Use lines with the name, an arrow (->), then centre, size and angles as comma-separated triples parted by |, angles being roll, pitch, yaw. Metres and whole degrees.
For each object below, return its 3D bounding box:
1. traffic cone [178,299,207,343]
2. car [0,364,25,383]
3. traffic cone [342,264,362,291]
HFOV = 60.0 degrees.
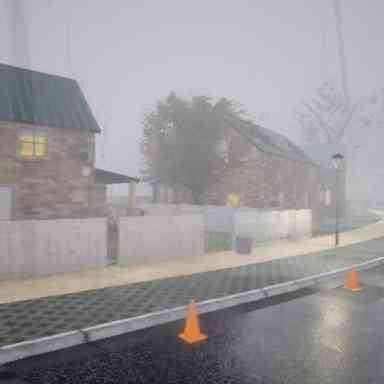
traffic cone -> 0.008, 2.000, 5.263 | 0.340, 0.580, 0.340 | 1, -1, -36
car -> -2.882, 1.475, 0.532 | 4.892, 1.490, 1.837 | 1, -1, -36
traffic cone -> 3.944, 2.069, 8.171 | 0.340, 0.580, 0.340 | 1, -1, -38
